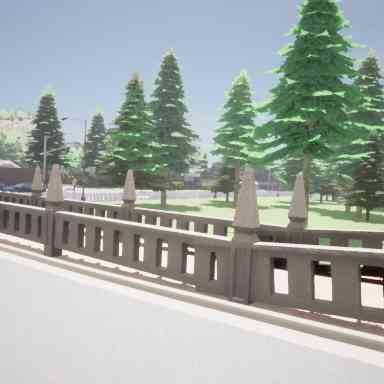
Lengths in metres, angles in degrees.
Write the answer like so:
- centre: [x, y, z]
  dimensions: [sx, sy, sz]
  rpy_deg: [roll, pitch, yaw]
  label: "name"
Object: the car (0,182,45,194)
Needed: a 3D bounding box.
- centre: [-19.709, -0.399, 39.189]
  dimensions: [1.812, 1.442, 4.674]
  rpy_deg: [4, 2, 37]
  label: "car"
